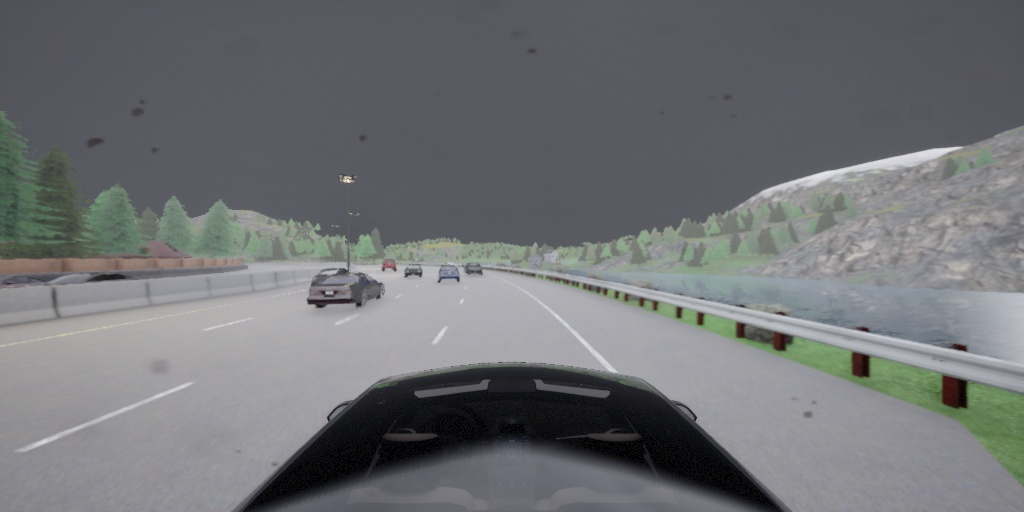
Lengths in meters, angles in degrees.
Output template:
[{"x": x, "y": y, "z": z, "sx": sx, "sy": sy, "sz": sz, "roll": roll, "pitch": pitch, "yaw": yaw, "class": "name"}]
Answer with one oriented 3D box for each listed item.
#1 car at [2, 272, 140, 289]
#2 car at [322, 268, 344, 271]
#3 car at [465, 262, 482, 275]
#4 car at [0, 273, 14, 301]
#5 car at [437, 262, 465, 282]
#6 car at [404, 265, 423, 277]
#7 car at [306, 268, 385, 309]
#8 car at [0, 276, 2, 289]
[{"x": -21.822, "y": 1.607, "z": 18.407, "sx": 1.837, "sy": 1.490, "sz": 4.892, "roll": -1, "pitch": -1, "yaw": -6, "class": "car"}, {"x": -11.773, "y": 1.525, "z": 23.990, "sx": 1.812, "sy": 1.442, "sz": 4.674, "roll": 0, "pitch": 0, "yaw": -8, "class": "car"}, {"x": -4.812, "y": 1.509, "z": 43.736, "sx": 2.128, "sy": 1.511, "sz": 4.902, "roll": 0, "pitch": 0, "yaw": -15, "class": "car"}, {"x": -28.787, "y": 1.688, "z": 17.725, "sx": 1.837, "sy": 1.490, "sz": 4.892, "roll": -1, "pitch": -1, "yaw": -6, "class": "car"}, {"x": -5.697, "y": 1.517, "z": 32.148, "sx": 2.033, "sy": 1.411, "sz": 5.357, "roll": -1, "pitch": 0, "yaw": -12, "class": "car"}, {"x": -10.966, "y": 1.672, "z": 40.134, "sx": 1.895, "sy": 1.301, "sz": 4.718, "roll": -1, "pitch": 0, "yaw": -14, "class": "car"}, {"x": -7.189, "y": 1.453, "z": 16.057, "sx": 2.033, "sy": 1.411, "sz": 5.357, "roll": -1, "pitch": 0, "yaw": -6, "class": "car"}, {"x": -25.280, "y": 1.689, "z": 17.711, "sx": 1.994, "sy": 1.385, "sz": 4.181, "roll": -1, "pitch": 0, "yaw": -6, "class": "car"}]
